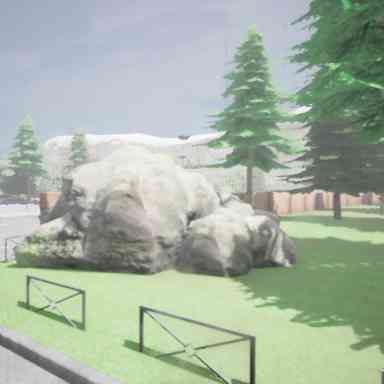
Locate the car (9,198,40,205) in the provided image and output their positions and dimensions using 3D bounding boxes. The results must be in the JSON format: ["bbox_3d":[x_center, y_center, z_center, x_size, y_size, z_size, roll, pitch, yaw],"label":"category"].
[{"bbox_3d":[-19.070,1.737,39.982,1.994,1.385,4.181,0,0,35],"label":"car"}]

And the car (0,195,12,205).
[{"bbox_3d":[-22.726,1.522,40.858,2.097,1.767,4.553,0,0,35],"label":"car"}]
